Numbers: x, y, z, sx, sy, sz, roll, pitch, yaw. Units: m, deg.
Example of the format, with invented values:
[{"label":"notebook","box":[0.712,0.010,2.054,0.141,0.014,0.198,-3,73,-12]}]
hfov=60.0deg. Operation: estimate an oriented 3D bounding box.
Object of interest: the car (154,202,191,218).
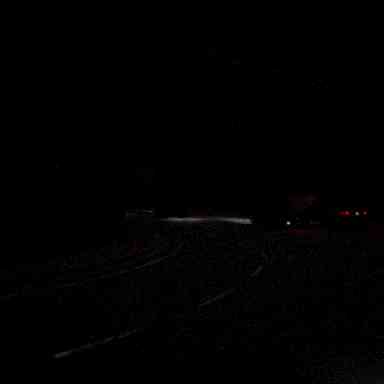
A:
[{"label":"car","box":[-2.347,1.879,35.447,1.882,1.535,5.008,1,-1,-31]}]

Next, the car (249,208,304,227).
[{"label":"car","box":[6.169,1.925,25.603,1.895,1.301,4.718,0,-1,-17]}]

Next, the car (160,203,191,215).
[{"label":"car","box":[-2.129,2.079,42.002,1.895,1.301,4.718,1,-1,-32]}]

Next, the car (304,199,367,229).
[{"label":"car","box":[10.198,1.551,24.556,2.150,2.045,5.566,1,-1,-16]}]
